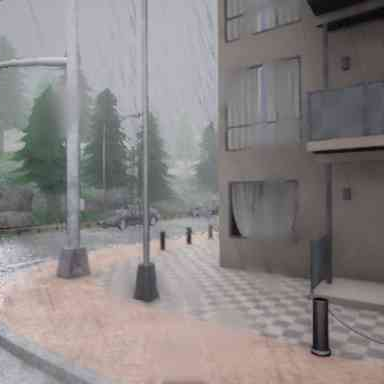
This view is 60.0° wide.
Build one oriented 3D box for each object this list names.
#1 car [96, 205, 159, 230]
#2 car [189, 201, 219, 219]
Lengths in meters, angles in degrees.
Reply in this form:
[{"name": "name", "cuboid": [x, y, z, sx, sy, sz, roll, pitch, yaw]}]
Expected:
[{"name": "car", "cuboid": [-4.251, 1.658, 22.620, 1.837, 1.490, 4.892, -1, 0, 35]}, {"name": "car", "cuboid": [1.646, 1.646, 31.094, 2.128, 1.511, 4.902, -1, 0, 35]}]
